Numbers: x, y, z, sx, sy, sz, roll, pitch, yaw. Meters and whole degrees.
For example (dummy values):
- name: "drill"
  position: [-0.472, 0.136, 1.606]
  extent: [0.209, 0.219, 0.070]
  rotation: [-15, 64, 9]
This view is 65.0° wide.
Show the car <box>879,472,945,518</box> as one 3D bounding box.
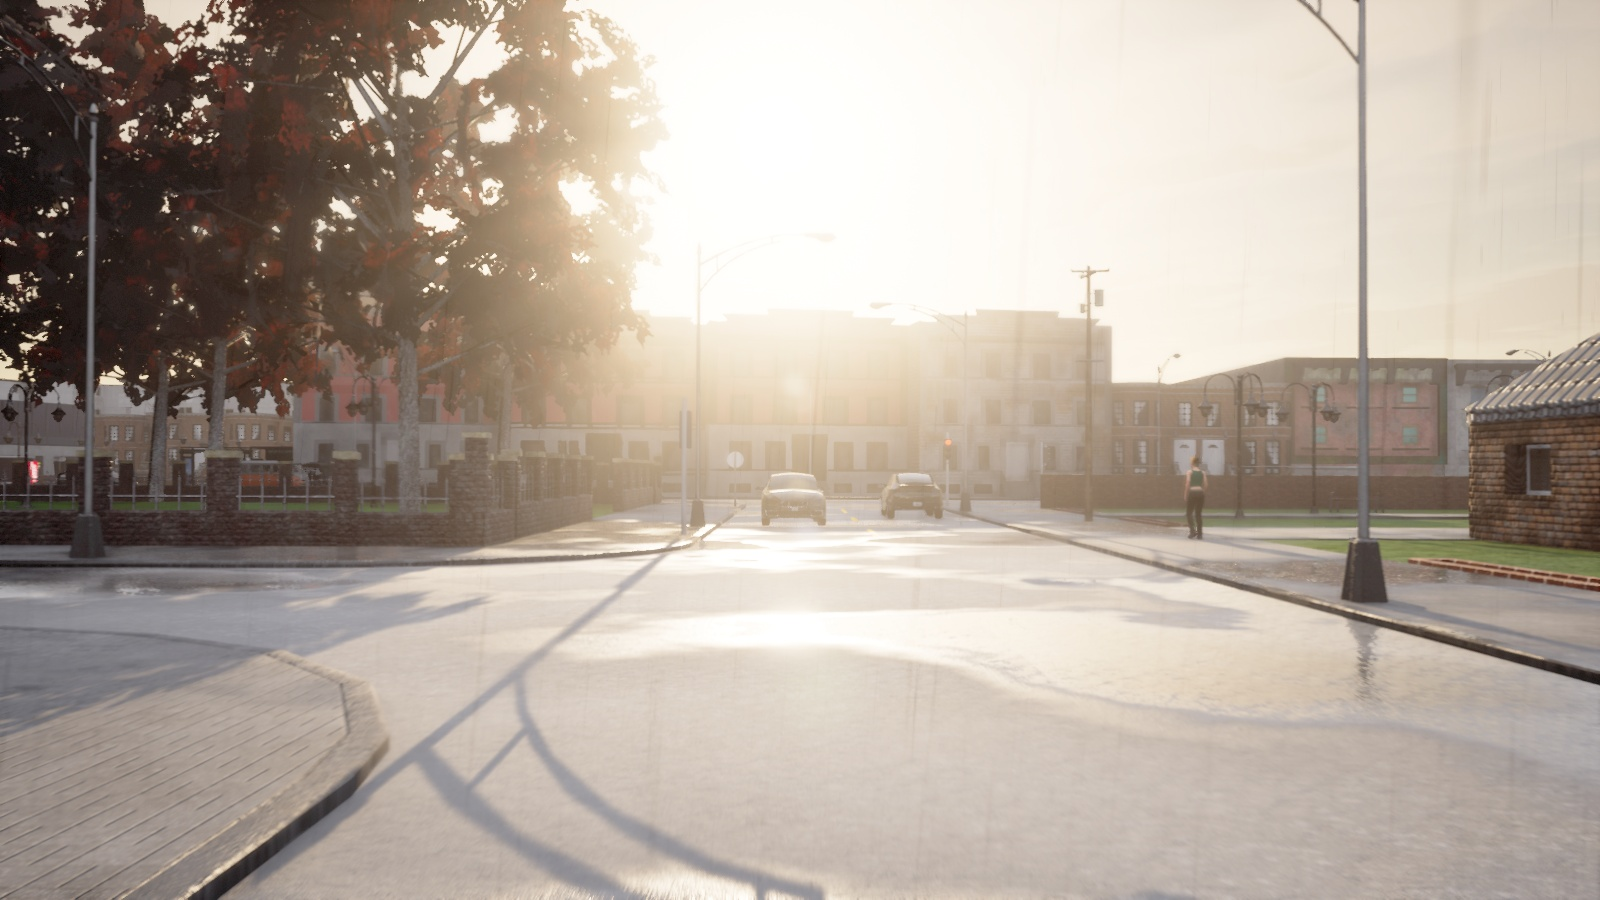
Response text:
- name: "car"
  position: [3.830, 1.533, 43.569]
  extent: [1.837, 1.490, 4.892]
  rotation: [0, -1, 0]

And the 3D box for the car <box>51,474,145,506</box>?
- name: "car"
  position: [-35.170, 1.988, 62.995]
  extent: [3.705, 1.549, 1.789]
  rotation: [0, -1, 0]

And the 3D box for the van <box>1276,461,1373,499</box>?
- name: "van"
  position: [28.057, 1.582, 67.280]
  extent: [4.442, 1.987, 1.775]
  rotation: [0, -1, 0]

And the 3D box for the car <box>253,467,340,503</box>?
- name: "car"
  position: [-26.826, 1.840, 67.035]
  extent: [3.866, 1.878, 1.905]
  rotation: [0, -1, 0]

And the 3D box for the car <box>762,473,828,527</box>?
- name: "car"
  position: [-0.218, 1.449, 37.533]
  extent: [1.837, 1.490, 4.892]
  rotation: [0, -1, -2]

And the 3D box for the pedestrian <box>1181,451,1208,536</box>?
- name: "pedestrian"
  position: [8.670, 0.951, 27.624]
  extent: [0.345, 1.836, 0.594]
  rotation: [0, -1, -5]

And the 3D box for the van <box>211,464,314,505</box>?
- name: "van"
  position: [-26.941, 1.730, 63.036]
  extent: [4.442, 1.987, 1.775]
  rotation: [0, -1, 0]
